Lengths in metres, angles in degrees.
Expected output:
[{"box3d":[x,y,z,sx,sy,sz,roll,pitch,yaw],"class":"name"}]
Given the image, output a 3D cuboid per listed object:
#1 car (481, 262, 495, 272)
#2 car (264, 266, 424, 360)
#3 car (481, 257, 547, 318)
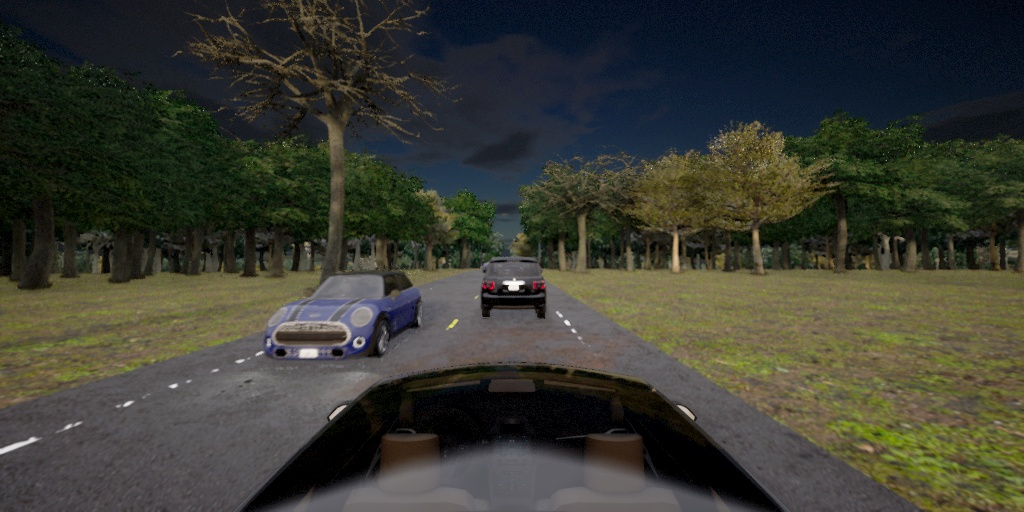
[{"box3d":[-3.803,1.776,57.729,1.882,1.535,5.008,0,-1,0],"class":"car"},{"box3d":[-3.632,1.158,8.632,2.097,1.767,4.553,0,0,0],"class":"car"},{"box3d":[0.043,1.067,13.589,2.150,2.045,5.566,0,0,0],"class":"car"}]
